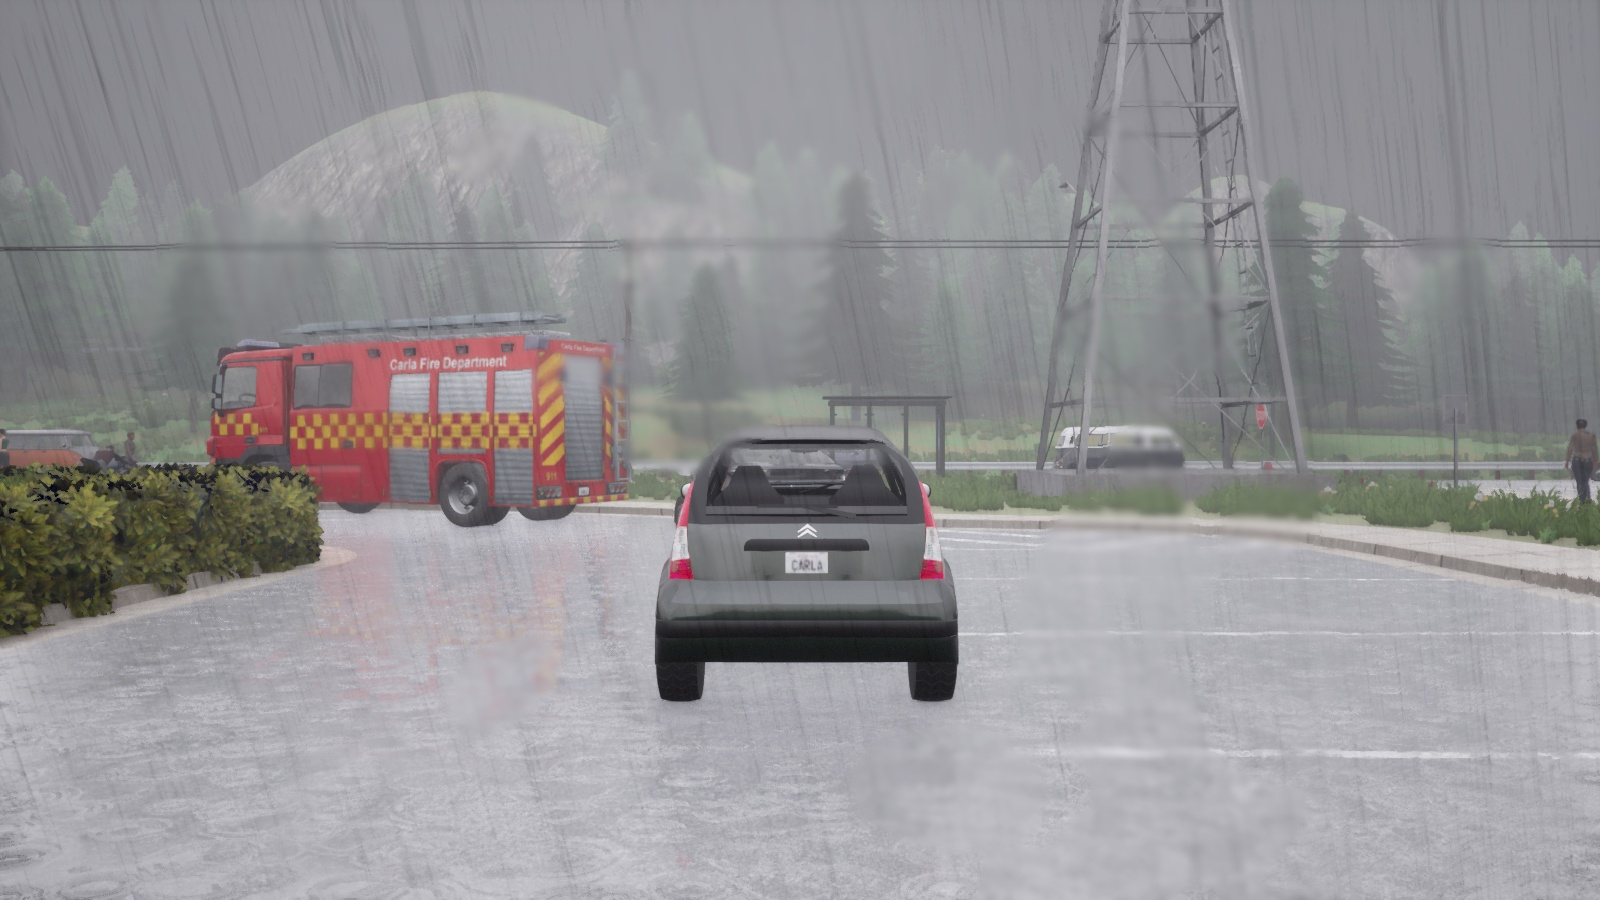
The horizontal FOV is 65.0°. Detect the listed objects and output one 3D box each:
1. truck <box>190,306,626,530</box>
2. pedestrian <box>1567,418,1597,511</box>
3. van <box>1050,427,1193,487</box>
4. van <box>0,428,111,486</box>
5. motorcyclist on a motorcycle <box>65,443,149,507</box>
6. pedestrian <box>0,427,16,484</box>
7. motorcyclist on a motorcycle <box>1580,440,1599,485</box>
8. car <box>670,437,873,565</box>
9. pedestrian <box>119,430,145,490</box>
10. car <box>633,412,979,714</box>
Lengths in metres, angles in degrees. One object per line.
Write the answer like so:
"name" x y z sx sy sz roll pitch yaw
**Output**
"truck" -7.782 -0.564 24.615 8.468 3.827 2.891 0 1 26
"pedestrian" 15.470 0.274 24.843 0.328 1.805 0.869 0 0 20
"van" 11.184 0.231 43.976 4.480 2.038 2.069 0 0 1
"van" -26.917 0.228 44.210 4.442 1.987 1.775 0 0 7
"motorcyclist on a motorcycle" -17.073 0.593 31.003 0.866 1.530 2.191 0 0 0
"pedestrian" -25.589 0.174 40.333 0.594 1.836 0.345 0 0 12
"motorcyclist on a motorcycle" 30.715 0.455 47.171 2.350 1.649 0.766 0 1 -2
"car" -0.556 0.595 17.339 2.007 1.525 4.514 0 0 -12
"pedestrian" -20.690 0.296 38.879 0.634 1.846 0.331 0 0 2
"car" 0.038 0.595 8.719 1.851 1.617 3.988 0 0 0
